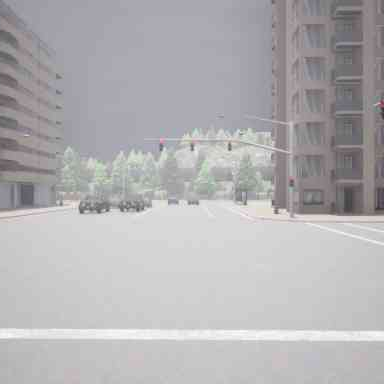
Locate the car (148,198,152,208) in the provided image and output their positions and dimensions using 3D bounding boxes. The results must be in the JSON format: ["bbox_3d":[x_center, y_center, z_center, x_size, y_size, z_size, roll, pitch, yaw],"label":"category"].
[{"bbox_3d":[-6.969,1.526,48.986,1.812,1.442,4.674,0,0,0],"label":"car"}]

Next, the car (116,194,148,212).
[{"bbox_3d":[-7.005,1.221,39.457,2.150,2.045,5.566,0,0,0],"label":"car"}]

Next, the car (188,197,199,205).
[{"bbox_3d":[0.233,1.564,58.360,1.994,1.385,4.181,0,0,0],"label":"car"}]

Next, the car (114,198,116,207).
[{"bbox_3d":[-10.484,1.526,45.856,1.812,1.442,4.674,0,0,0],"label":"car"}]

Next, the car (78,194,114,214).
[{"bbox_3d":[-10.514,1.221,36.253,2.150,2.045,5.566,0,0,0],"label":"car"}]

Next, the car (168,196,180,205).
[{"bbox_3d":[-3.363,1.526,60.018,1.812,1.442,4.674,0,0,0],"label":"car"}]
